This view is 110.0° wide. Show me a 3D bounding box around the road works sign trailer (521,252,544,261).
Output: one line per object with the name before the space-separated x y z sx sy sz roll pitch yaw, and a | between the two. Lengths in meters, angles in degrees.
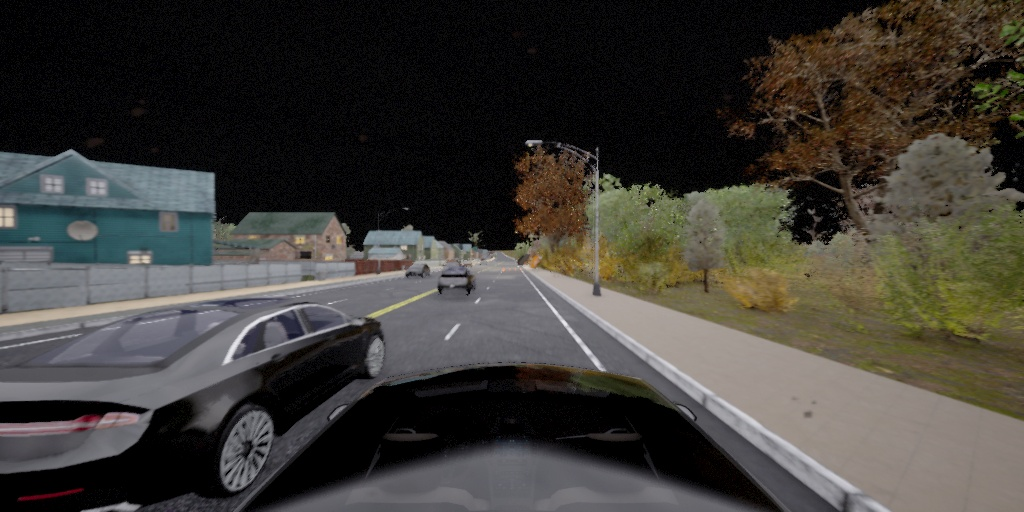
road works sign trailer | 3.659 -1.327 57.133 2.380 3.560 2.880 0 0 42

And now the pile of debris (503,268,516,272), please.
pile of debris | 0.004 2.361 56.117 1.860 0.140 1.500 0 0 0

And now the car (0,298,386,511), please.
car | -3.150 1.266 4.462 2.128 1.511 4.902 0 -1 0

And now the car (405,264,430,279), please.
car | -9.829 1.562 37.894 1.837 1.490 4.892 0 -1 0

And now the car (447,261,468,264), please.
car | -6.577 1.423 39.975 2.097 1.767 4.553 0 0 0

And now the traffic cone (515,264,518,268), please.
traffic cone | 0.625 2.196 62.112 0.340 0.580 0.340 0 0 0

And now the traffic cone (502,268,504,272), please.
traffic cone | -1.374 2.151 56.111 0.340 0.580 0.340 0 0 0

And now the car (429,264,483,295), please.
car | -3.147 1.411 21.284 2.128 1.511 4.902 0 0 0

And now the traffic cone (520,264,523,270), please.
traffic cone | 1.626 2.196 62.110 0.340 0.580 0.340 0 0 0
